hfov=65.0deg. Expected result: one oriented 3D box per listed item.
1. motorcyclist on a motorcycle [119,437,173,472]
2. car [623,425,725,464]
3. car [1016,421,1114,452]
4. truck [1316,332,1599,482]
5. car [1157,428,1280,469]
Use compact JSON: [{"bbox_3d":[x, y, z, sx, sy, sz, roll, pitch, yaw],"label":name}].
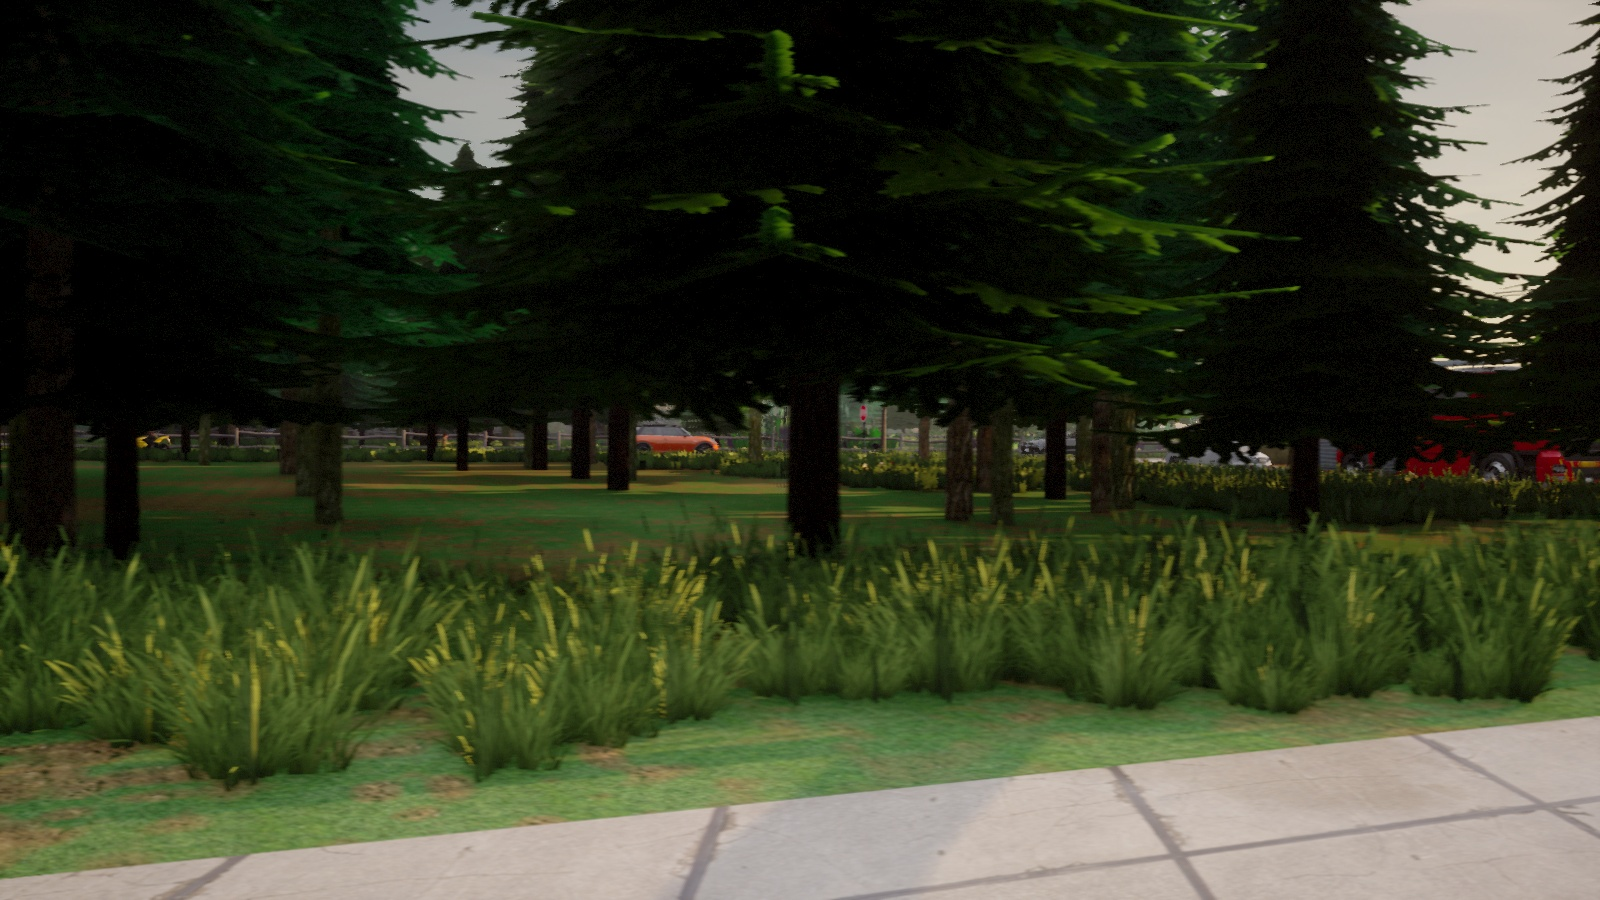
[{"bbox_3d":[-29.474,0.185,56.628,2.044,1.523,0.797,-1,1,-19],"label":"motorcyclist on a motorcycle"},{"bbox_3d":[-6.111,-0.281,60.824,4.553,1.767,2.097,-1,1,-18],"label":"car"},{"bbox_3d":[14.951,-0.764,70.901,5.027,1.651,2.152,-1,1,-21],"label":"car"},{"bbox_3d":[19.261,-1.159,36.524,2.891,3.827,8.468,-1,1,-20],"label":"truck"},{"bbox_3d":[15.512,-0.094,46.822,1.812,1.442,4.674,-1,1,-20],"label":"car"}]
